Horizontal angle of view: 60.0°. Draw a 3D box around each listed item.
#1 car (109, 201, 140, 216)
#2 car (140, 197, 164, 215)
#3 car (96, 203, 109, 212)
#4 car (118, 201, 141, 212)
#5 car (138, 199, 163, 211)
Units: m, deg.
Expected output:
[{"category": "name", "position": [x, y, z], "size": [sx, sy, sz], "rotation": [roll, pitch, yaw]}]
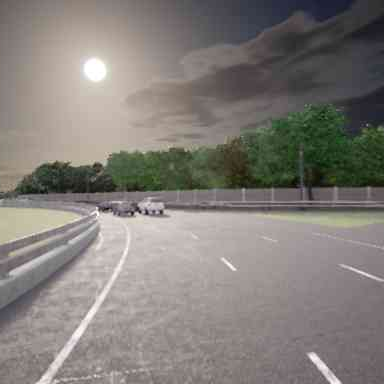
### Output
[{"category": "car", "position": [-8.156, 2.040, 39.802], "size": [2.033, 1.411, 5.357], "rotation": [0, -1, -23]}, {"category": "car", "position": [-5.184, 1.707, 41.742], "size": [2.150, 2.045, 5.566], "rotation": [0, -1, -23]}, {"category": "car", "position": [-12.812, 2.235, 49.344], "size": [1.895, 1.301, 4.718], "rotation": [0, -1, -32]}, {"category": "car", "position": [-9.697, 2.128, 50.952], "size": [1.837, 1.490, 4.892], "rotation": [0, -1, -32]}, {"category": "car", "position": [-6.624, 1.965, 52.630], "size": [2.097, 1.767, 4.553], "rotation": [0, -1, -32]}]
